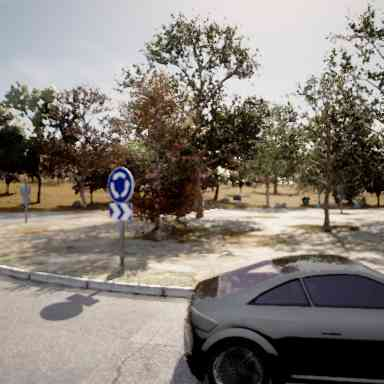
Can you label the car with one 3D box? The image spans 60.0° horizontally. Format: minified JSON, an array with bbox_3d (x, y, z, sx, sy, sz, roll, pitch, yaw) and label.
[{"bbox_3d":[1.972,1.566,4.313,4.181,1.385,1.994,0,0,6],"label":"car"}]
